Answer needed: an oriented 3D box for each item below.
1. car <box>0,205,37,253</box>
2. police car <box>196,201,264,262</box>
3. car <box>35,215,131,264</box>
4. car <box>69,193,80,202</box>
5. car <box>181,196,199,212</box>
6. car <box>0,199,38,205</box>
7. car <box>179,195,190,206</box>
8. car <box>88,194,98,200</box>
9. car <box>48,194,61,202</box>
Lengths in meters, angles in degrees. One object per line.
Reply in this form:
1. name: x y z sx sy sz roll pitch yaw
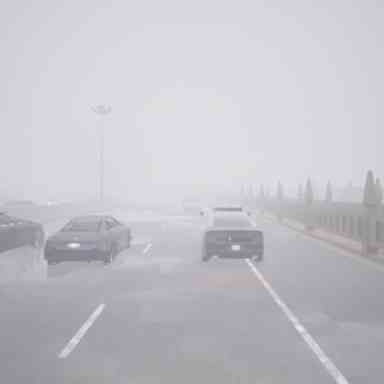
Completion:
1. car: -6.879 1.422 11.460 2.128 1.511 4.902 0 0 0
2. police car: 1.248 1.353 11.984 1.930 1.638 5.238 0 0 0
3. car: -3.378 1.494 11.538 1.994 1.385 4.181 0 0 0
4. car: -23.303 0.957 65.961 2.097 1.767 4.553 0 0 -19
5. car: 0.023 1.389 35.131 1.895 1.301 4.718 0 0 -1
6. car: -14.069 1.344 26.760 1.837 1.490 4.892 0 0 0
7. car: -0.665 1.226 46.324 1.837 1.490 4.892 0 1 -8
8. car: -19.826 1.120 66.638 2.128 1.511 4.902 0 0 -19
9. car: -25.667 1.132 62.131 2.128 1.511 4.902 0 0 -18
